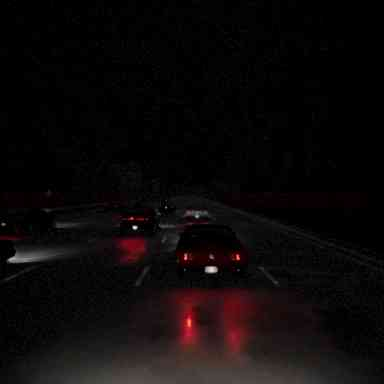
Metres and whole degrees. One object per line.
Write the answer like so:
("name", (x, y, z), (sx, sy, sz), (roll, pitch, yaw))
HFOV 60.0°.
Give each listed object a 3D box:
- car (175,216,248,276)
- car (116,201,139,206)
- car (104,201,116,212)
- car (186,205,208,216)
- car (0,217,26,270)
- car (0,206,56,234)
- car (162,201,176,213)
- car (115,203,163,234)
("car", (0.487, 1.679, 10.609), (1.895, 1.301, 4.718), (0, 0, 0))
("car", (-6.571, 1.714, 36.424), (1.882, 1.535, 5.008), (0, 0, 0))
("car", (-10.089, 1.824, 43.745), (2.033, 1.411, 5.357), (0, 0, 0))
("car", (0.441, 1.821, 30.727), (1.895, 1.301, 4.718), (0, 0, 0))
("car", (-6.505, 1.584, 8.144), (2.033, 1.411, 5.357), (0, 0, 0))
("car", (-10.034, 1.588, 20.265), (1.882, 1.535, 5.008), (0, 0, 0))
("car", (-3.084, 1.849, 41.645), (1.994, 1.385, 4.181), (0, 0, 0))
("car", (-3.034, 1.638, 20.087), (1.837, 1.490, 4.892), (0, 0, 0))
